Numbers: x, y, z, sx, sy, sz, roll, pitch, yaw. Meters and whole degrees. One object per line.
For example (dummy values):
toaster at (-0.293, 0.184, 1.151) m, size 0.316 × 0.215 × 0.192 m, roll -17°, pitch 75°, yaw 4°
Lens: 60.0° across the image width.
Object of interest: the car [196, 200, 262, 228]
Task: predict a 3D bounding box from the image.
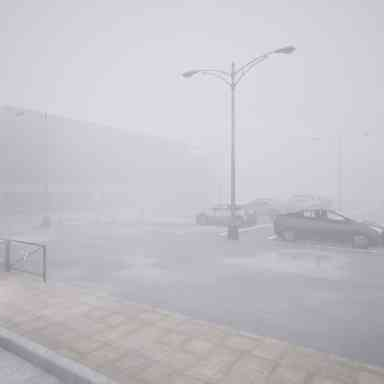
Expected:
car at (2.152, 1.424, 21.371) m, size 3.806 × 1.475 × 1.970 m, roll 0°, pitch 0°, yaw 35°

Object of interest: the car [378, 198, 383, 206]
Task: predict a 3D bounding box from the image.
car at (29.351, 1.576, 48.383) m, size 3.806 × 1.475 × 1.970 m, roll 0°, pitch 0°, yaw 35°

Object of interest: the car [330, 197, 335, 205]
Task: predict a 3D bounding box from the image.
car at (14.218, 1.289, 39.922) m, size 4.605 × 1.855 × 1.932 m, roll 0°, pitch 0°, yaw 35°

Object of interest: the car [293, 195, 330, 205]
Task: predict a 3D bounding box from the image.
car at (12.892, 1.269, 37.304) m, size 3.866 × 1.878 × 1.905 m, roll 0°, pitch 0°, yaw 35°

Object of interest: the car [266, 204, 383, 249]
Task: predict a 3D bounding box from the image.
car at (5.832, 1.490, 14.331) m, size 4.514 × 1.523 × 2.007 m, roll 0°, pitch 0°, yaw 35°

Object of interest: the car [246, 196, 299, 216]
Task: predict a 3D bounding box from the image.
car at (5.563, 1.345, 26.817) m, size 5.027 × 1.636 × 2.152 m, roll 0°, pitch 0°, yaw 35°

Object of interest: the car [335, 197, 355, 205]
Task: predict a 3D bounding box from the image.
car at (24.976, 1.565, 55.076) m, size 3.633 × 1.501 × 1.845 m, roll 0°, pitch 0°, yaw 35°

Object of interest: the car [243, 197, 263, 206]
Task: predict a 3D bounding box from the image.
car at (10.883, 1.702, 58.975) m, size 1.812 × 1.442 × 4.674 m, roll 0°, pitch 0°, yaw 35°
